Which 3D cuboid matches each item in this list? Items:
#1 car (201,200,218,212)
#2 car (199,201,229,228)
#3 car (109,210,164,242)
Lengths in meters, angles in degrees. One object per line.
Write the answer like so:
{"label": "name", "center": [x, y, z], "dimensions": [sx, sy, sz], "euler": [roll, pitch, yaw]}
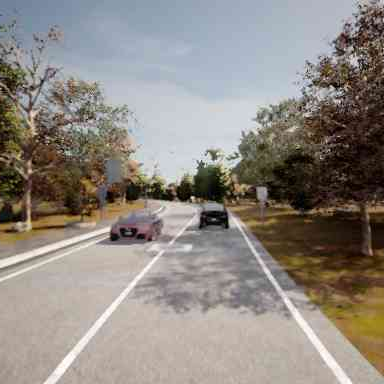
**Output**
{"label": "car", "center": [2.221, 1.752, 43.006], "dimensions": [1.895, 1.301, 4.718], "euler": [0, 0, -1]}
{"label": "car", "center": [1.521, 1.545, 22.907], "dimensions": [1.882, 1.535, 5.008], "euler": [0, 0, 4]}
{"label": "car", "center": [-2.623, 1.620, 16.558], "dimensions": [1.994, 1.385, 4.181], "euler": [0, 0, 5]}
